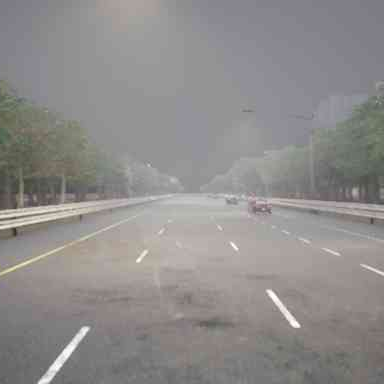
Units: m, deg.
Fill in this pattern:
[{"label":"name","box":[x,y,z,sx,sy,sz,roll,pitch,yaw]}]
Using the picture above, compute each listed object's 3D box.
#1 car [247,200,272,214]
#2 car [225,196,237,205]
[{"label":"car","box":[6.999,1.540,34.829,1.812,1.442,4.674,0,0,0]},{"label":"car","box":[7.013,1.520,59.806,2.128,1.511,4.902,0,0,0]}]
